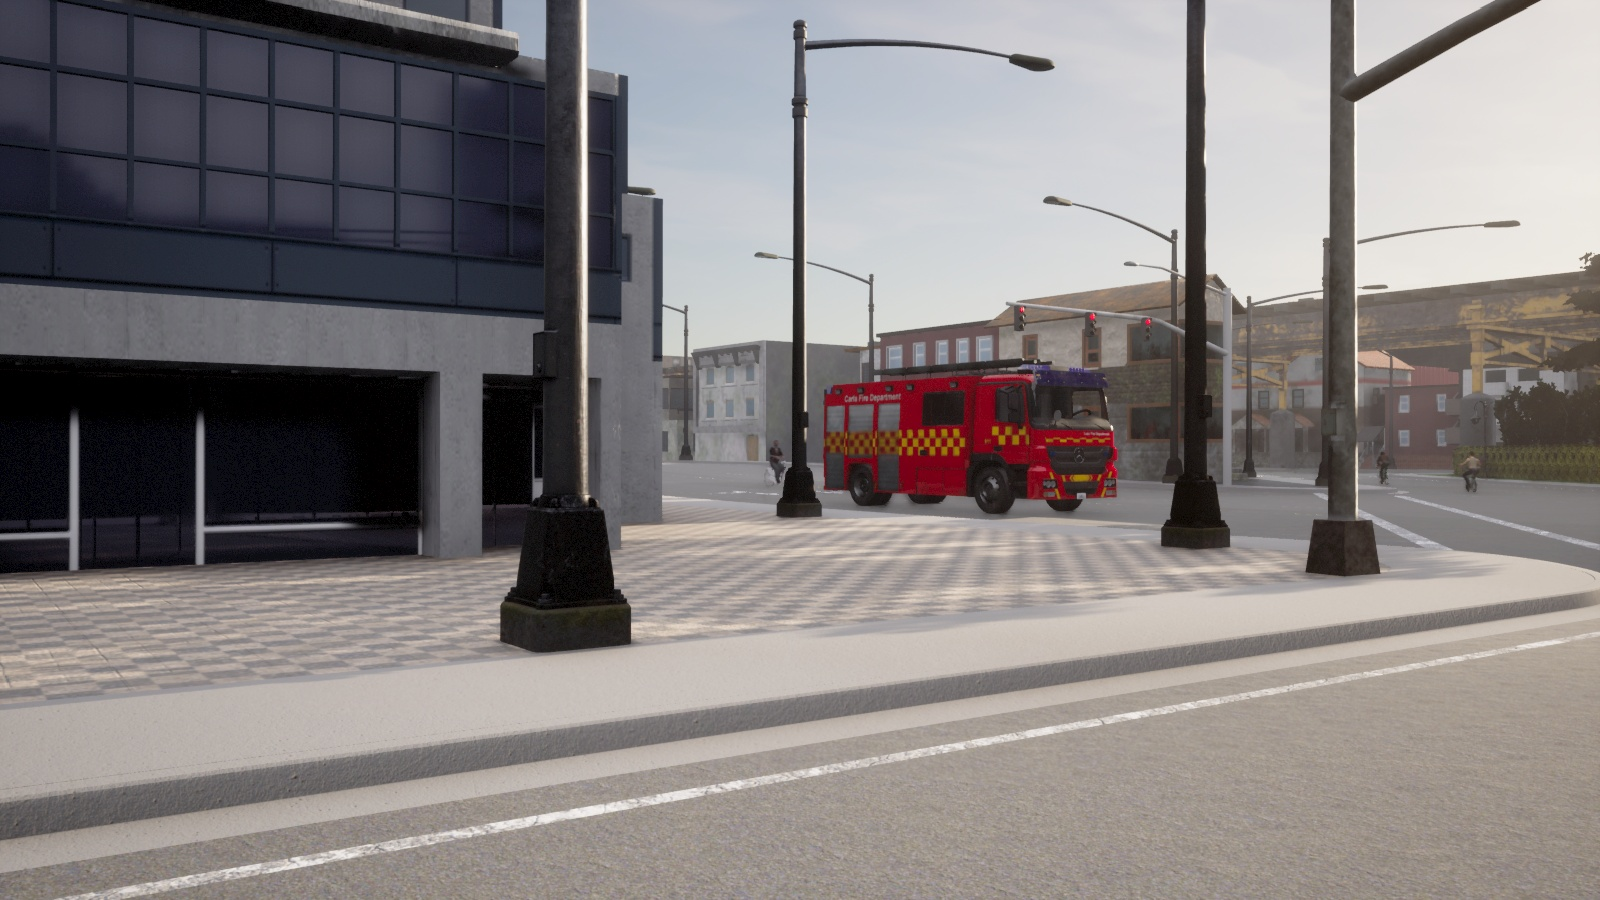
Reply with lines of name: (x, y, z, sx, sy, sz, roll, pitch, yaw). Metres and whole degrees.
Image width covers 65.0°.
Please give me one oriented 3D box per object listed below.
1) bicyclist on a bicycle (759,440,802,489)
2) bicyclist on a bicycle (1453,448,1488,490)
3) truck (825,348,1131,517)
bicyclist on a bicycle: (-0.731, 0.519, 45.987, 0.659, 1.776, 1.843, 0, 1, -35)
bicyclist on a bicycle: (26.256, 0.747, 49.200, 0.866, 1.612, 1.509, 0, 0, 14)
truck: (4.323, -0.399, 32.762, 2.891, 3.827, 8.468, 0, 0, -35)
